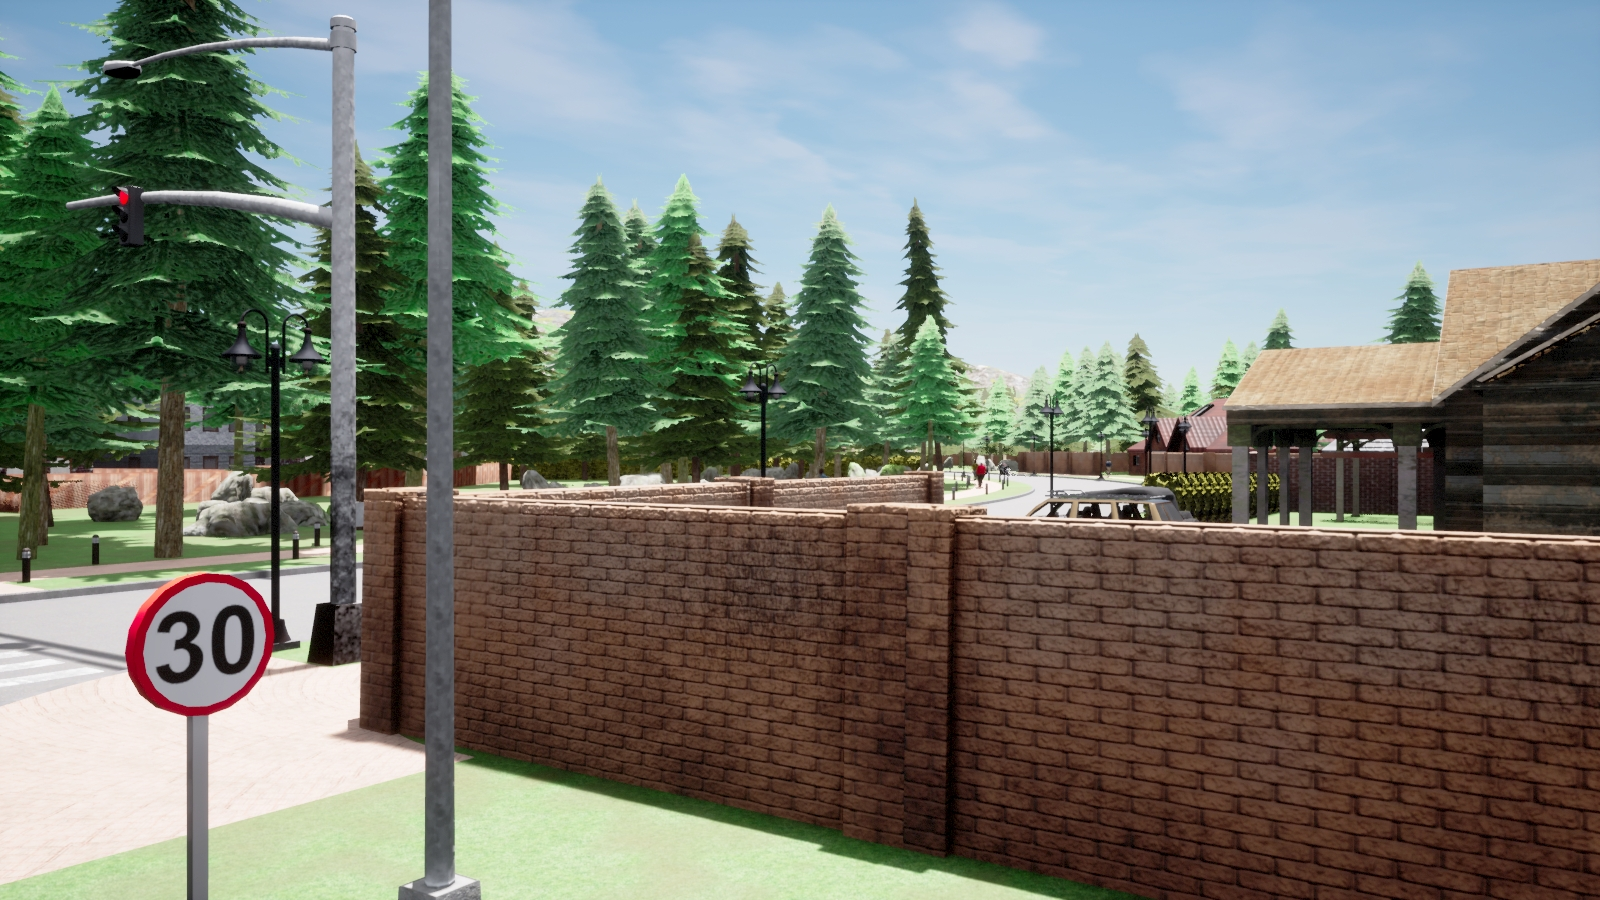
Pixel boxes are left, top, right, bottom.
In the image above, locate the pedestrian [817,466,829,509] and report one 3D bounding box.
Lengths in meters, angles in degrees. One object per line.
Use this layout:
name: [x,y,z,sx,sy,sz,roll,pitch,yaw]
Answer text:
pedestrian: [0.996,1.646,50.169,0.375,1.860,0.375,0,0,34]
